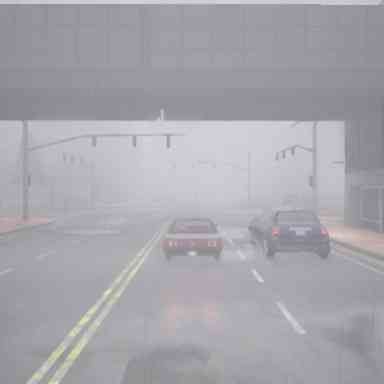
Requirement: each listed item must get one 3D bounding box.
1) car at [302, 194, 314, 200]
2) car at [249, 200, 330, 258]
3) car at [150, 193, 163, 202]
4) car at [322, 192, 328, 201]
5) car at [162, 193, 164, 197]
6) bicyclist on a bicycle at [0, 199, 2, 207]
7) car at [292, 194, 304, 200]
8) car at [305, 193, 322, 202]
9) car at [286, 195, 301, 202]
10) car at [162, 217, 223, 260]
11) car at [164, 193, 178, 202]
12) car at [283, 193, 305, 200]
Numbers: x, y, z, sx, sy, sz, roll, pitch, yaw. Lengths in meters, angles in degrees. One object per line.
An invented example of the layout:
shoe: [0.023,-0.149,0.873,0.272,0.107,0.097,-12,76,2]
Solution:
car: [30.774,1.329,87.965,1.784,1.438,3.905,0,0,0]
car: [3.544,1.346,12.924,2.097,1.767,4.553,0,0,1]
car: [-8.046,1.510,72.567,2.033,1.411,5.357,0,0,0]
car: [33.457,1.119,88.024,1.932,1.855,4.605,0,0,0]
car: [-8.155,1.174,88.229,2.150,2.045,5.566,0,0,0]
bicyclist on a bicycle: [-26.015,1.282,44.643,0.582,1.620,1.656,0,0,0]
car: [27.879,1.361,87.955,1.970,1.475,3.806,0,0,0]
car: [19.517,1.134,55.358,1.905,1.878,3.866,0,0,0]
car: [22.163,1.367,72.834,1.970,1.475,3.806,0,0,0]
car: [0.040,1.596,12.406,1.895,1.301,4.718,0,0,1]
car: [-4.546,1.471,72.591,1.837,1.490,4.892,0,0,0]
car: [16.622,1.131,55.402,1.932,1.855,4.605,0,0,0]
